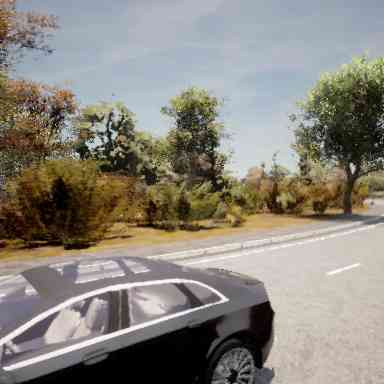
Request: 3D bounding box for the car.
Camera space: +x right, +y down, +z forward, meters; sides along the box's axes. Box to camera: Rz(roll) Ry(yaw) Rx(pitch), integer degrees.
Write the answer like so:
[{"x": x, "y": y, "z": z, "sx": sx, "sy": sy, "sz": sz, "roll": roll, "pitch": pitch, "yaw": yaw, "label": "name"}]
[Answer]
[{"x": -1.228, "y": 1.503, "z": 3.272, "sx": 4.902, "sy": 1.511, "sz": 2.128, "roll": 0, "pitch": 0, "yaw": -37, "label": "car"}]
